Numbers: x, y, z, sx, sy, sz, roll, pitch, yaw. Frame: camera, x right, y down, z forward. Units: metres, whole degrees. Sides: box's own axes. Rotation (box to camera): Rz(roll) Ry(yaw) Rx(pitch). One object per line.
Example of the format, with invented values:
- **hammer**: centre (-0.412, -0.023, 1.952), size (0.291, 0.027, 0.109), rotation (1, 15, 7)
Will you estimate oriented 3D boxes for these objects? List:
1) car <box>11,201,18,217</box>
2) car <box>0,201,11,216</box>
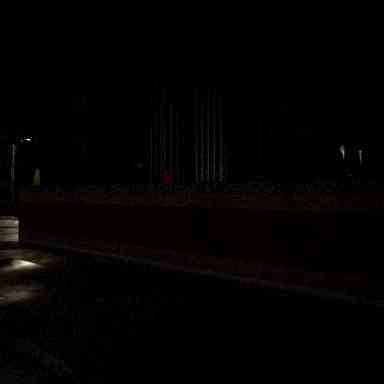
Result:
- **car**: centre (-12.280, 1.602, 28.845), size (2.033, 1.411, 5.357), rotation (0, 0, 37)
- **car**: centre (-16.437, 1.547, 29.125), size (2.128, 1.511, 4.902), rotation (0, 0, 37)
